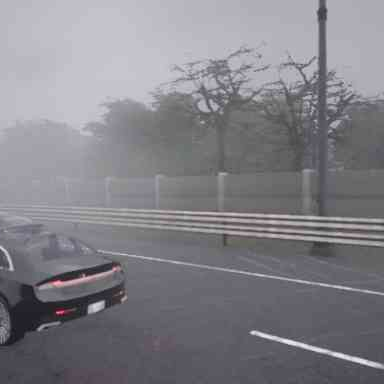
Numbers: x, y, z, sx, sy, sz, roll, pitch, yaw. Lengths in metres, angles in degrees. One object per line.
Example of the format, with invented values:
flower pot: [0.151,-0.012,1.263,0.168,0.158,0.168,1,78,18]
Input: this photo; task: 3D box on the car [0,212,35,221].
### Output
car: [-7.896,1.557,13.790,4.674,1.442,1.812,0,0,35]

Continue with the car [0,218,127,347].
car: [-3.401,1.503,6.362,4.902,1.511,2.128,0,0,35]
